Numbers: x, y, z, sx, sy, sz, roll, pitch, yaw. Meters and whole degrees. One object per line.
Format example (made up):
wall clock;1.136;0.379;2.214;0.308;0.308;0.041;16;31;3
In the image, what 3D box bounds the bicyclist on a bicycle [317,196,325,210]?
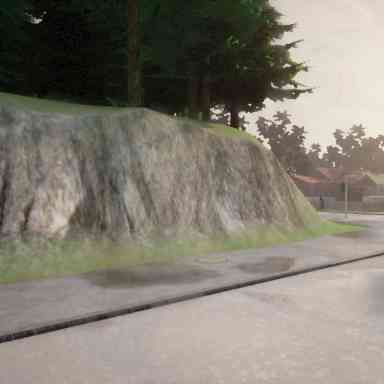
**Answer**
bicyclist on a bicycle;15.552;1.349;39.986;1.656;1.620;0.582;0;0;-36
